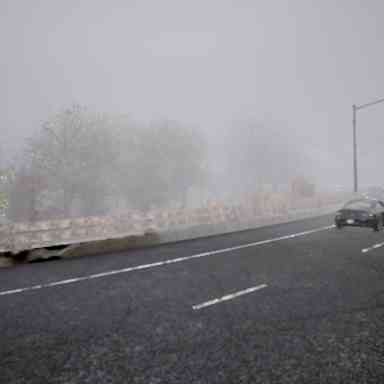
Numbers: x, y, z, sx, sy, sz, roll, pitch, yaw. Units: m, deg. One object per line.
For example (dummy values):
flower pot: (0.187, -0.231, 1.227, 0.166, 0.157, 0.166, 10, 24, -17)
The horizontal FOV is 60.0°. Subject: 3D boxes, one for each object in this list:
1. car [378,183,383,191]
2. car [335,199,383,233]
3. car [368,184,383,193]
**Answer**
car: (45.741, -1.199, 77.448, 2.150, 2.045, 5.566, -1, 1, 6)
car: (8.536, 1.048, 16.176, 1.812, 1.442, 4.674, 0, 1, 45)
car: (36.527, -0.618, 65.903, 2.128, 1.511, 4.902, -1, 1, 12)
